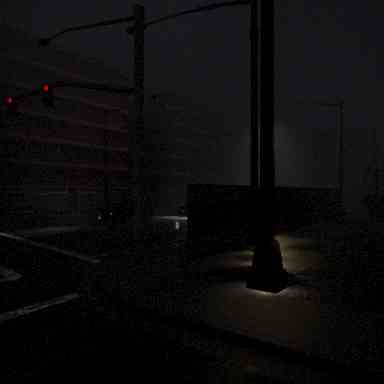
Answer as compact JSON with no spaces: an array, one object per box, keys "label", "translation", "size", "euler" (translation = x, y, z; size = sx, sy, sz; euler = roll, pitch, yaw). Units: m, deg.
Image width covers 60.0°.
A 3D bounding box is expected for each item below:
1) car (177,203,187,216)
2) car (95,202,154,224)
[{"label":"car","translation":[0.513,1.505,32.530],"size":[1.837,1.490,4.892],"euler":[0,0,35]},{"label":"car","translation":[-4.927,1.491,24.787],"size":[2.128,1.511,4.902],"euler":[0,0,35]}]
